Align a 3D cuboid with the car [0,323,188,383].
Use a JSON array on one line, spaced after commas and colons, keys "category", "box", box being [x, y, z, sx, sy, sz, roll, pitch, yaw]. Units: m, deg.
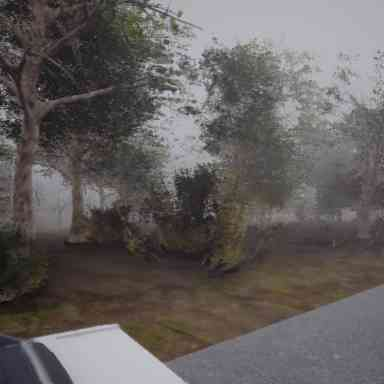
[{"category": "car", "box": [-2.186, 1.605, 1.552, 4.718, 1.301, 1.895, 0, 0, -36]}]
